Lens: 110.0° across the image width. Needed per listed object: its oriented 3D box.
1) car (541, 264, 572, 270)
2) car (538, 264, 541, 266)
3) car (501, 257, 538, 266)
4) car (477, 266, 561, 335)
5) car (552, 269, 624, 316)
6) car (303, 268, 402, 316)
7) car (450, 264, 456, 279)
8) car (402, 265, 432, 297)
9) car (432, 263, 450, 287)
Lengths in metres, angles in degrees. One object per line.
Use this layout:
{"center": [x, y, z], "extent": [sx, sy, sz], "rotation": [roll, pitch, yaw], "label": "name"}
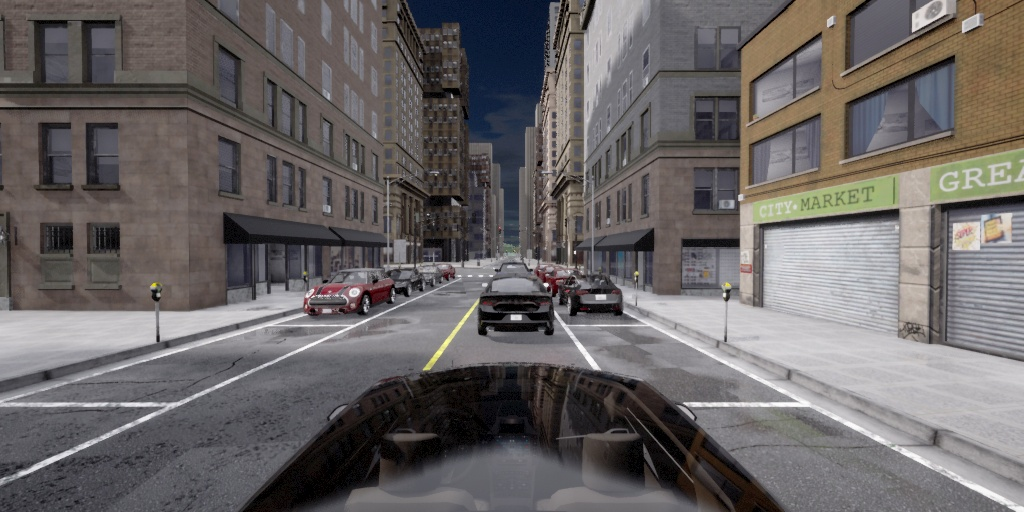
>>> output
{"center": [2.764, 1.293, 18.674], "extent": [1.888, 1.381, 4.507], "rotation": [0, 0, 0], "label": "car"}
{"center": [2.764, 1.293, 24.180], "extent": [1.888, 1.381, 4.507], "rotation": [0, 0, 0], "label": "car"}
{"center": [0.104, 1.100, 19.722], "extent": [2.097, 1.767, 4.553], "rotation": [0, 0, 0], "label": "car"}
{"center": [0.099, 1.226, 10.499], "extent": [1.882, 1.535, 5.008], "rotation": [0, 0, 0], "label": "car"}
{"center": [2.763, 1.314, 13.170], "extent": [1.948, 1.339, 4.313], "rotation": [0, 0, 0], "label": "car"}
{"center": [-5.763, 1.188, 13.171], "extent": [1.967, 1.591, 4.097], "rotation": [0, 0, 0], "label": "car"}
{"center": [-5.761, 1.293, 29.687], "extent": [1.888, 1.381, 4.507], "rotation": [0, 0, 0], "label": "car"}
{"center": [-5.762, 1.313, 18.676], "extent": [1.948, 1.339, 4.313], "rotation": [0, 0, 0], "label": "car"}
{"center": [-5.761, 1.298, 24.181], "extent": [2.007, 1.370, 4.403], "rotation": [0, 0, 0], "label": "car"}
